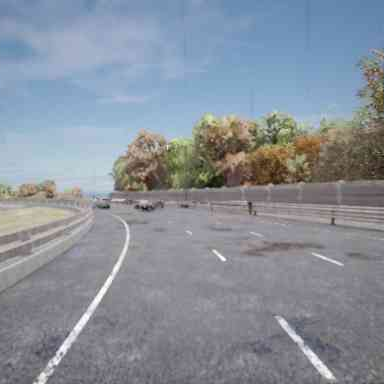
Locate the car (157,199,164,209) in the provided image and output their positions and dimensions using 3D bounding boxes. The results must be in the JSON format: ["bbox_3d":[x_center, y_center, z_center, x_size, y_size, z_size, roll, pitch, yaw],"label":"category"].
[{"bbox_3d":[-5.955,1.859,51.810,1.837,1.490,4.892,1,-1,-27],"label":"car"}]

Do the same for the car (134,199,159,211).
[{"bbox_3d":[-6.524,1.918,45.186,1.895,1.301,4.718,0,0,-25],"label":"car"}]

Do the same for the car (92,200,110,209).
[{"bbox_3d":[-14.530,1.979,52.878,1.994,1.385,4.181,0,0,-30],"label":"car"}]
